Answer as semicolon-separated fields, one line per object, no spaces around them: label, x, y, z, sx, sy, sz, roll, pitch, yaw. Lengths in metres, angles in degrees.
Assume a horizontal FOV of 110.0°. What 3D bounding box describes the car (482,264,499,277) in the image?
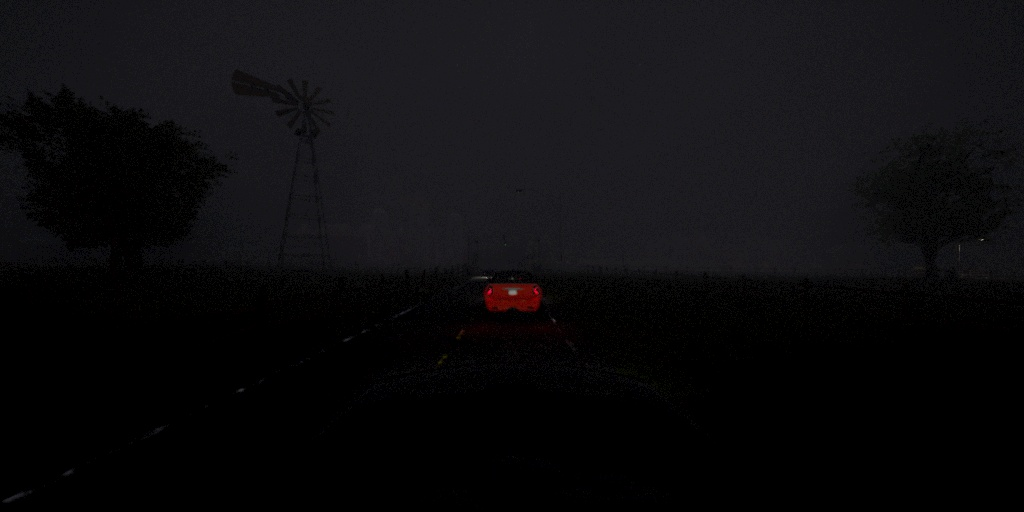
car;-2.796;1.834;46.726;1.882;1.535;5.008;0;-1;1

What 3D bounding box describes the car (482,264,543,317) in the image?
car;0.048;1.267;14.111;2.097;1.767;4.553;0;-1;1
